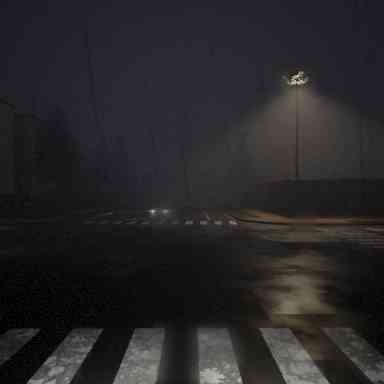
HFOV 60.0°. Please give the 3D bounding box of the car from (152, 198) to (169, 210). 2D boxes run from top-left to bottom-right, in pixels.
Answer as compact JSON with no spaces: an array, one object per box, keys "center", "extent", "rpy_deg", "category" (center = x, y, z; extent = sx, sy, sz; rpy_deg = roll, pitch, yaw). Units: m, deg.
[{"center":[-4.091,1.460,43.203],"extent":[1.882,1.535,5.008],"rpy_deg":[0,0,0],"category":"car"}]
